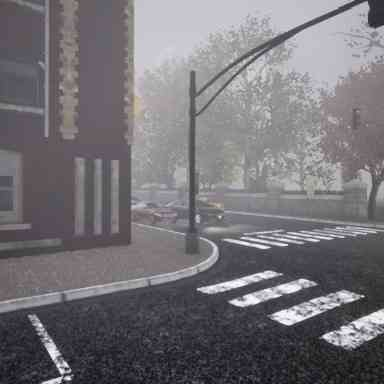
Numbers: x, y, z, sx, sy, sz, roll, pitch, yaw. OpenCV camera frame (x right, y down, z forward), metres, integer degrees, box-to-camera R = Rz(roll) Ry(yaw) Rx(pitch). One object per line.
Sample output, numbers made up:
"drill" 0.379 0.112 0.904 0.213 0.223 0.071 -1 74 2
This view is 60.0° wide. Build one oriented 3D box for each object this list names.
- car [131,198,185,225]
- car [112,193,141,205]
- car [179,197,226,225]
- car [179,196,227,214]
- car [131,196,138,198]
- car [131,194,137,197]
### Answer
"car" -2.523 1.257 21.004 1.802 1.307 4.206 2 0 -36
"car" -8.693 0.864 43.860 2.008 1.369 4.403 1 0 -36
"car" 0.145 1.207 21.668 1.837 1.490 4.892 0 1 -39
"car" 0.934 1.129 30.532 1.752 1.417 4.829 1 0 -36
"car" -5.764 1.158 25.492 1.802 1.307 4.206 2 0 -36
"car" -5.705 1.029 29.816 1.837 1.490 4.892 0 1 -36
